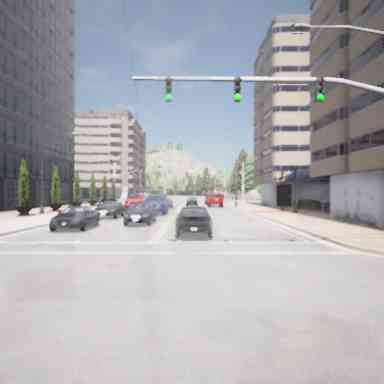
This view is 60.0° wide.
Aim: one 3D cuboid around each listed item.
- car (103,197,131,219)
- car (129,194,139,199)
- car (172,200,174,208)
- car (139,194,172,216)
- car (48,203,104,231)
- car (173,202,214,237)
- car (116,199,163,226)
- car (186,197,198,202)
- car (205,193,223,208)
[{"bbox_3d":[-7.082,1.510,29.117,2.128,1.511,4.902,0,0,0],"label":"car"},{"bbox_3d":[-7.054,1.245,42.517,2.150,2.045,5.566,0,0,1],"label":"car"},{"bbox_3d":[-3.537,1.555,45.949,1.812,1.442,4.674,0,0,0],"label":"car"},{"bbox_3d":[-3.561,1.243,33.437,2.150,2.045,5.566,0,0,0],"label":"car"},{"bbox_3d":[-7.087,1.577,20.368,1.994,1.385,4.181,0,0,0],"label":"car"},{"bbox_3d":[0.099,1.517,18.233,1.837,1.490,4.892,0,0,0],"label":"car"},{"bbox_3d":[-3.577,1.507,23.570,2.128,1.511,4.902,0,0,0],"label":"car"},{"bbox_3d":[-0.003,1.559,51.387,1.812,1.442,4.674,0,0,0],"label":"car"},{"bbox_3d":[3.498,1.254,50.280,2.150,2.045,5.566,0,0,0],"label":"car"}]
